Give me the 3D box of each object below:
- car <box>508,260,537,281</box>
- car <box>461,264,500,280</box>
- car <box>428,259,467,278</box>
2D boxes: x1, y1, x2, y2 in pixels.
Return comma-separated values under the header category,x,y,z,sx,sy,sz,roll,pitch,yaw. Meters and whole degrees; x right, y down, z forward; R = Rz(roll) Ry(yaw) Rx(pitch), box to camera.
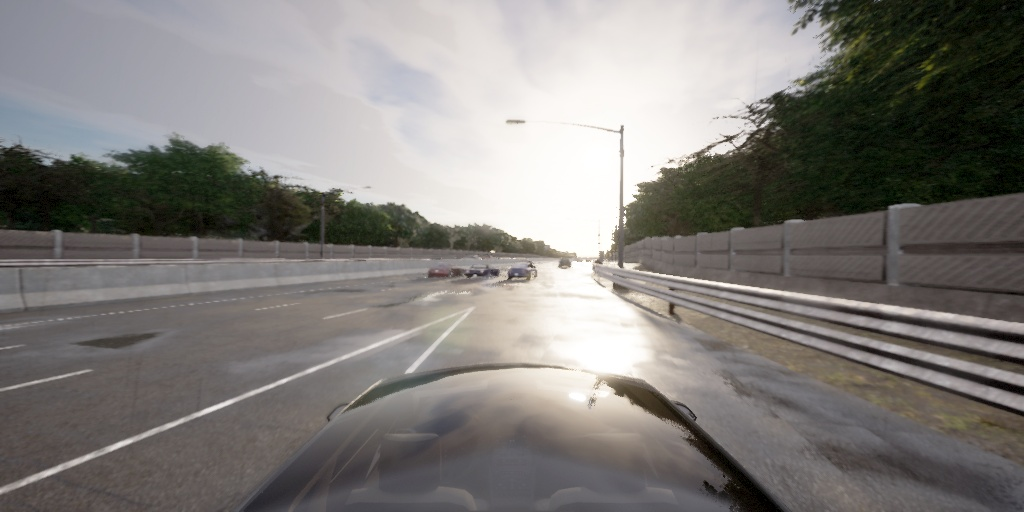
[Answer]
category,x,y,z,sx,sy,sz,roll,pitch,yaw
car,0.913,1.283,30.485,1.812,1.442,4.674,1,0,14
car,-2.469,1.321,31.390,1.895,1.301,4.718,1,0,14
car,-5.869,1.246,32.219,1.994,1.385,4.181,1,0,14
